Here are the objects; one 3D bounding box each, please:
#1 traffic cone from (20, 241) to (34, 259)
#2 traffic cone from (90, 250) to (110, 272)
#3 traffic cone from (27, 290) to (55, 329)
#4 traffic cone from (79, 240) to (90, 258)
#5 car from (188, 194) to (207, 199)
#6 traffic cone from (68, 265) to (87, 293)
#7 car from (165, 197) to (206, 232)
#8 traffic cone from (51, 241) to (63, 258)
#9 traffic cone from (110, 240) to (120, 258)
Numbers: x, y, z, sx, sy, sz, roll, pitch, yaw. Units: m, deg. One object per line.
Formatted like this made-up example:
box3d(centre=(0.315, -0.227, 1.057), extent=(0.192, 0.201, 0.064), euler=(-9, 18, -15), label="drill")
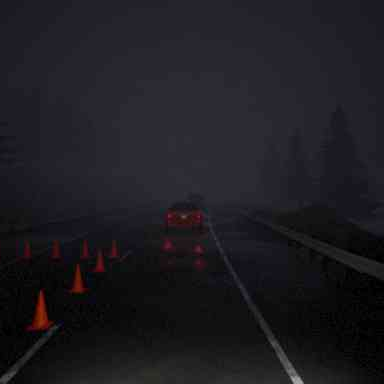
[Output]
box3d(centre=(-5.734, 1.999, 11.573), extent=(0.340, 0.580, 0.340), euler=(0, 0, -2), label="traffic cone")
box3d(centre=(-2.679, 1.979, 9.658), extent=(0.340, 0.580, 0.340), euler=(0, 0, -2), label="traffic cone")
box3d(centre=(-2.567, 1.975, 5.659), extent=(0.340, 0.580, 0.340), euler=(0, 0, -2), label="traffic cone")
box3d(centre=(-3.735, 1.987, 11.629), extent=(0.340, 0.580, 0.340), euler=(0, 0, -2), label="traffic cone")
box3d(centre=(0.523, 1.246, 39.481), extent=(2.150, 2.045, 5.566), euler=(0, 0, 4), label="car")
box3d(centre=(-2.623, 1.977, 7.658), extent=(0.340, 0.580, 0.340), euler=(0, 0, -2), label="traffic cone")
box3d(centre=(-0.406, 1.371, 20.209), extent=(2.097, 1.767, 4.553), euler=(0, 0, 1), label="car")
box3d(centre=(-4.734, 1.993, 11.601), extent=(0.340, 0.580, 0.340), euler=(0, 0, -2), label="traffic cone")
box3d(centre=(-2.735, 1.981, 11.657), extent=(0.340, 0.580, 0.340), euler=(0, 0, -2), label="traffic cone")
